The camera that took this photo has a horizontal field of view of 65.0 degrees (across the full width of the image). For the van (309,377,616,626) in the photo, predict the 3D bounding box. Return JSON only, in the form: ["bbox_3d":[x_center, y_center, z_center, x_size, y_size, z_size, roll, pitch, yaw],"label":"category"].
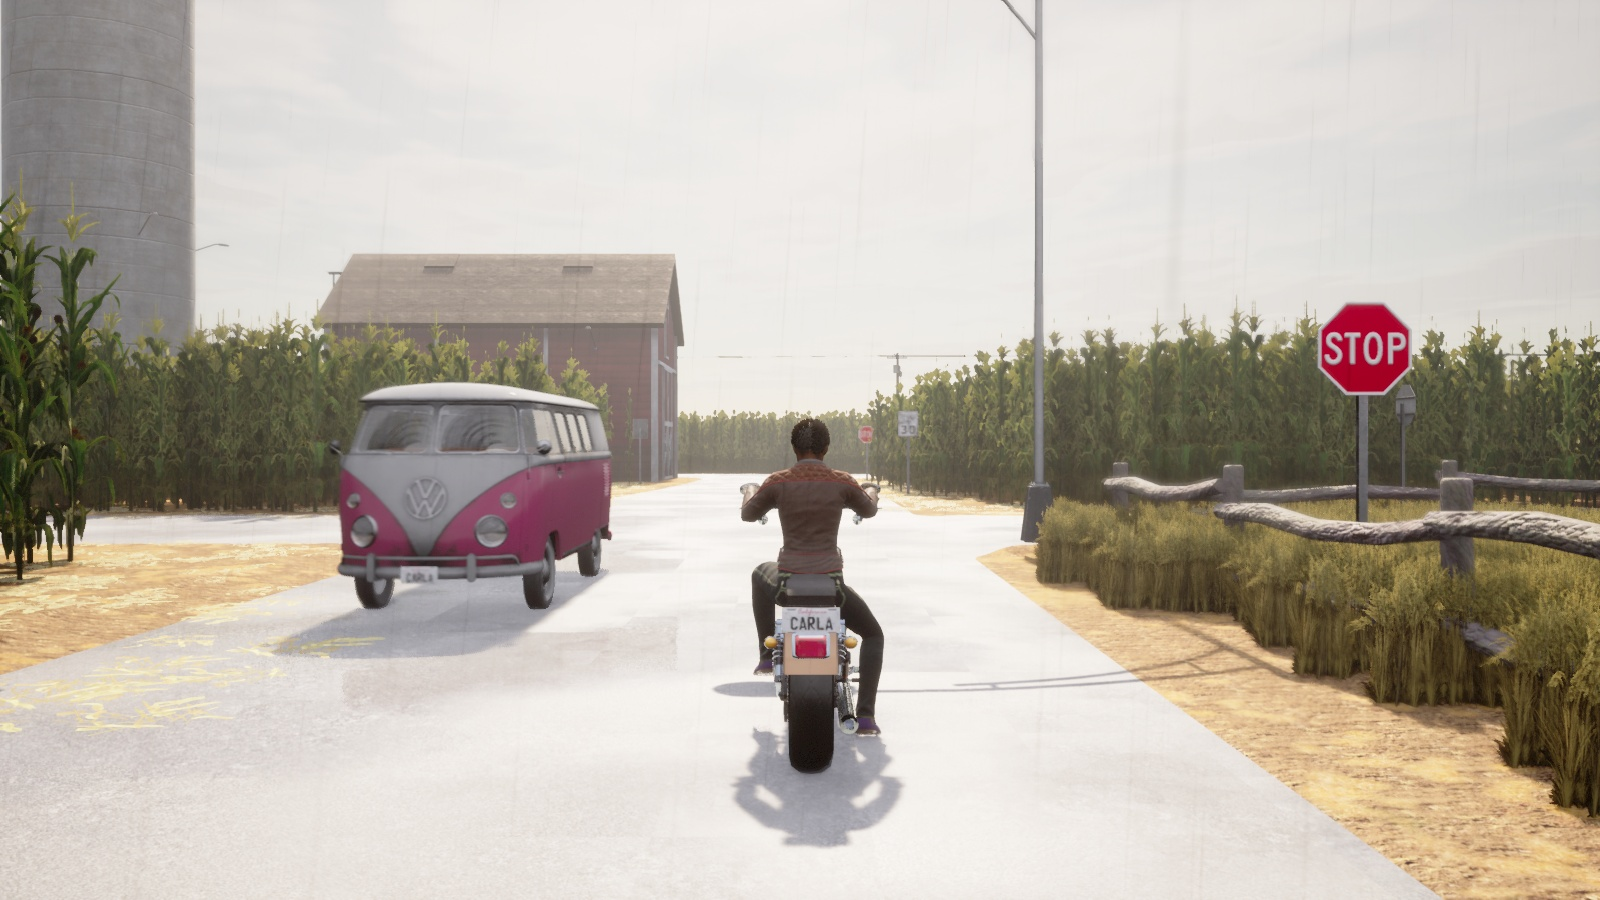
[{"bbox_3d":[-3.013,0.389,12.237,1.775,1.987,4.442,0,1,0],"label":"van"}]

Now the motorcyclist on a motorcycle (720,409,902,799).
[{"bbox_3d":[0.053,0.647,6.489,0.766,1.649,2.350,0,0,0],"label":"motorcyclist on a motorcycle"}]

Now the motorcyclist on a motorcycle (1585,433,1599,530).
[{"bbox_3d":[14.814,0.549,21.416,2.350,1.649,0.766,0,0,1],"label":"motorcyclist on a motorcycle"}]
